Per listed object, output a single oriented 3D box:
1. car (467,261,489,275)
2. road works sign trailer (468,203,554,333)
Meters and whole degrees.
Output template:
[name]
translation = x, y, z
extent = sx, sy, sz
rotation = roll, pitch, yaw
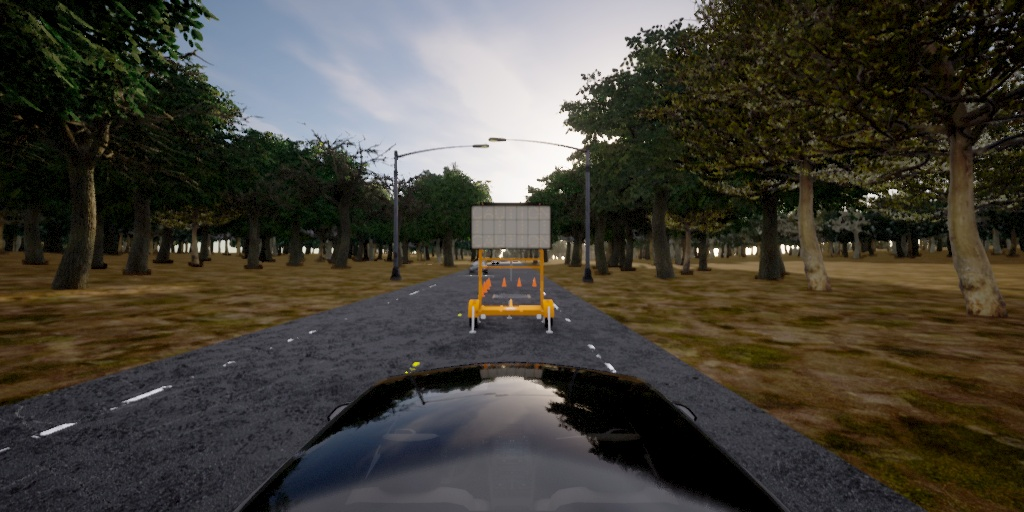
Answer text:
[car]
translation = -3.637, 1.297, 39.543
extent = 1.812, 1.442, 4.674
rotation = 0, 0, 0
[road works sign trailer]
translation = -0.027, 0.216, 10.723
extent = 2.380, 3.560, 2.880
rotation = 0, 0, 0
